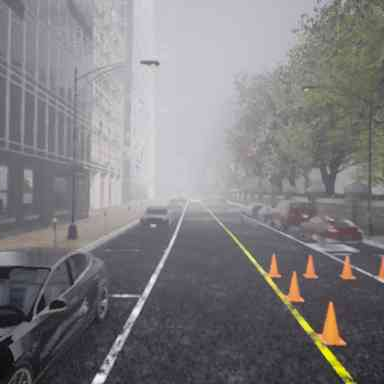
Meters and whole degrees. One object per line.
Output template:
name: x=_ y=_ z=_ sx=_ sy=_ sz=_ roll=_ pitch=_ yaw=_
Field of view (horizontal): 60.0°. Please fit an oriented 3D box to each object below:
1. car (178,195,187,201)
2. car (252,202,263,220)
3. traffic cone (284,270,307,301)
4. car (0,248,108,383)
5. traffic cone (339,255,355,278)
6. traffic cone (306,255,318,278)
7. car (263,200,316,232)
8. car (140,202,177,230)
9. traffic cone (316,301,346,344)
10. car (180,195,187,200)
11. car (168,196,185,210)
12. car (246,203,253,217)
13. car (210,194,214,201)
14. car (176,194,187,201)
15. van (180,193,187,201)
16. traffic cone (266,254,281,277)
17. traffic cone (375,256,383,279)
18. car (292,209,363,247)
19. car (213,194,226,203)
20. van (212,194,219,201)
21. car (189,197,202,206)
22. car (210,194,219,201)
car: x=-2.320 y=1.512 z=82.418 sx=2.008 sy=1.369 sz=4.403 roll=1 pitch=0 yaw=0
car: x=6.312 y=1.699 z=26.572 sx=1.802 sy=1.307 sz=4.206 roll=1 pitch=0 yaw=0
traffic cone: x=2.203 y=2.001 z=7.165 sx=0.340 sy=0.580 sz=0.340 roll=1 pitch=0 yaw=1
car: x=-2.414 y=1.538 z=4.503 sx=1.947 sy=1.339 sz=4.313 roll=1 pitch=0 yaw=1
traffic cone: x=4.251 y=2.034 z=9.116 sx=0.340 sy=0.580 sz=0.340 roll=1 pitch=0 yaw=1
traffic cone: x=3.251 y=2.019 z=9.140 sx=0.340 sy=0.580 sz=0.340 roll=1 pitch=0 yaw=1
car: x=6.329 y=1.433 z=21.012 sx=2.192 sy=1.841 sz=5.009 roll=1 pitch=0 yaw=0
car: x=-2.202 y=1.555 z=21.249 sx=1.947 sy=1.339 sz=4.313 roll=1 pitch=0 yaw=0
traffic cone: x=2.154 y=1.997 z=5.166 sx=0.340 sy=0.580 sz=0.340 roll=1 pitch=0 yaw=1
car: x=-2.341 y=1.514 z=93.540 sx=1.947 sy=1.339 sz=4.313 roll=1 pitch=0 yaw=0
car: x=-2.245 y=1.565 z=43.497 sx=1.802 sy=1.307 sz=4.206 roll=1 pitch=0 yaw=0
car: x=6.302 y=1.666 z=32.132 sx=2.008 sy=1.369 sz=4.403 roll=1 pitch=0 yaw=0
car: x=6.207 y=1.531 z=82.171 sx=1.967 sy=1.590 sz=4.097 roll=1 pitch=0 yaw=0
car: x=-2.283 y=1.289 z=65.736 sx=2.192 sy=1.841 sz=5.009 roll=1 pitch=0 yaw=0
van: x=-2.325 y=1.297 z=87.979 sx=1.690 sy=1.788 sz=3.998 roll=1 pitch=0 yaw=0
traffic cone: x=2.252 y=2.004 z=9.165 sx=0.340 sy=0.580 sz=0.340 roll=1 pitch=0 yaw=1
traffic cone: x=5.250 y=2.049 z=9.091 sx=0.340 sy=0.580 sz=0.340 roll=1 pitch=0 yaw=1
car: x=6.307 y=1.698 z=15.445 sx=1.802 sy=1.307 sz=4.206 roll=1 pitch=0 yaw=0
car: x=6.226 y=1.650 z=71.050 sx=2.008 sy=1.369 sz=4.403 roll=1 pitch=0 yaw=0
van: x=6.199 y=1.426 z=87.730 sx=1.690 sy=1.788 sz=3.998 roll=1 pitch=0 yaw=0
car: x=0.563 y=1.547 z=55.476 sx=1.812 sy=1.442 sz=4.674 roll=1 pitch=0 yaw=0
car: x=6.189 y=1.392 z=93.290 sx=2.192 sy=1.841 sz=5.009 roll=1 pitch=0 yaw=0
